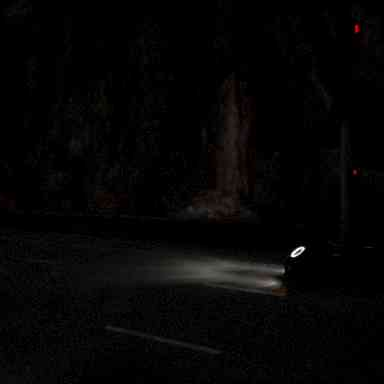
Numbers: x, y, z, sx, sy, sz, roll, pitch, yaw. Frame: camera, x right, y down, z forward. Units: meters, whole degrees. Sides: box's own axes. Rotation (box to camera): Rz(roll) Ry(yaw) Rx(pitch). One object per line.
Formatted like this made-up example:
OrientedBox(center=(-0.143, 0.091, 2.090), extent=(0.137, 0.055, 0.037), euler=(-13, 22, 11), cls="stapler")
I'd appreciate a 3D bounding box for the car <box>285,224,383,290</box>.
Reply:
OrientedBox(center=(4.835, 1.617, 8.731), extent=(4.553, 1.767, 2.097), euler=(0, -1, 25), cls="car")
